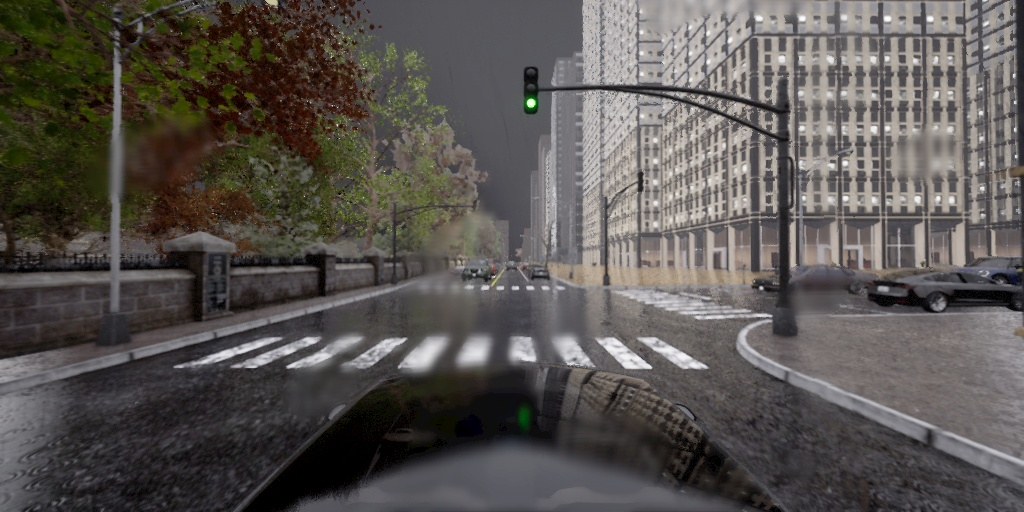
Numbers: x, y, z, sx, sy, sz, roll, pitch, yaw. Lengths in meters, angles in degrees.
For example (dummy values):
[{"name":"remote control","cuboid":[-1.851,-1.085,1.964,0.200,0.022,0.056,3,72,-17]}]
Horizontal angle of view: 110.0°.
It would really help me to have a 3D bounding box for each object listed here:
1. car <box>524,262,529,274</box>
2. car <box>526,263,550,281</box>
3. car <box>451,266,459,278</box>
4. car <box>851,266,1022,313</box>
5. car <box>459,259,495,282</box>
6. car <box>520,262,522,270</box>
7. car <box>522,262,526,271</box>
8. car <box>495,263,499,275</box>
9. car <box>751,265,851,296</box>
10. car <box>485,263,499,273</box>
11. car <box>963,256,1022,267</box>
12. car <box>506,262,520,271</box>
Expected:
[{"name":"car","cuboid":[2.658,1.692,40.371,1.948,1.339,4.313,0,0,0]},{"name":"car","cuboid":[2.662,1.636,34.738,1.948,1.339,4.313,0,0,0]},{"name":"car","cuboid":[-5.723,1.708,40.364,1.802,1.307,4.207,0,0,0]},{"name":"car","cuboid":[14.676,1.123,12.169,4.313,1.339,1.948,0,0,0]},{"name":"car","cuboid":[-3.096,1.273,32.850,2.150,2.045,5.566,0,-1,2]},{"name":"car","cuboid":[2.641,1.904,62.899,1.888,1.381,4.507,0,0,0]},{"name":"car","cuboid":[2.654,1.749,46.003,1.948,1.339,4.313,0,0,0]},{"name":"car","cuboid":[-3.136,1.381,43.501,2.150,2.045,5.566,0,-1,0]},{"name":"car","cuboid":[15.127,1.175,17.972,5.357,1.411,2.033,-1,-1,0]},{"name":"car","cuboid":[-3.127,1.860,56.910,1.994,1.385,4.181,0,-1,0]},{"name":"car","cuboid":[24.524,0.820,18.033,4.553,1.767,2.097,-1,-1,0]},{"name":"car","cuboid":[-0.050,1.850,61.577,1.837,1.490,4.892,0,-1,0]}]
